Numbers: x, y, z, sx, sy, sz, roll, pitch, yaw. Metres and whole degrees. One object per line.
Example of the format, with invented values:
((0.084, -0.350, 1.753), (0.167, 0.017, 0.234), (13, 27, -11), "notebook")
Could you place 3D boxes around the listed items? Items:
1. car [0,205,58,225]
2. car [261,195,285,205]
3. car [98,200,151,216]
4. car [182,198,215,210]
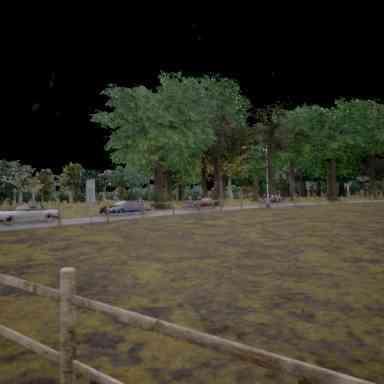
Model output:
((-12.139, 1.612, 24.167), (1.895, 1.301, 4.718), (-2, -1, 36), "car")
((12.373, 1.190, 50.961), (4.674, 1.442, 1.812), (-1, -1, -37), "car")
((-6.327, 1.508, 32.048), (2.033, 1.411, 5.357), (-2, -1, 38), "car")
((0.861, 1.411, 40.500), (1.812, 1.442, 4.674), (-2, -1, 44), "car")
